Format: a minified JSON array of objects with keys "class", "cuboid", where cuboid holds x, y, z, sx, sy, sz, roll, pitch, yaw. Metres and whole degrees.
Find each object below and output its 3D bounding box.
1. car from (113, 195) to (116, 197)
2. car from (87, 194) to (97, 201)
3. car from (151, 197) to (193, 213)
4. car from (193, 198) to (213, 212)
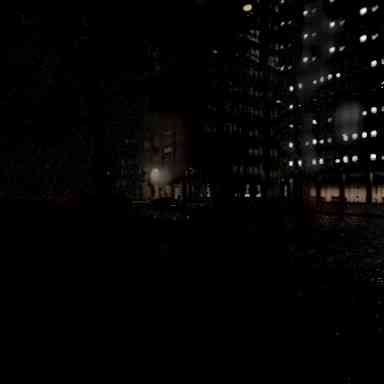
[{"class":"car","cuboid":[-12.372,1.260,54.538,1.882,1.535,5.008,1,-1,-33]},{"class":"car","cuboid":[-15.523,1.317,53.408,1.994,1.385,4.181,1,0,-34]},{"class":"car","cuboid":[-2.355,1.268,33.596,1.882,1.535,5.008,1,0,-34]},{"class":"car","cuboid":[0.350,1.345,35.398,1.812,1.442,4.674,1,0,-34]}]
